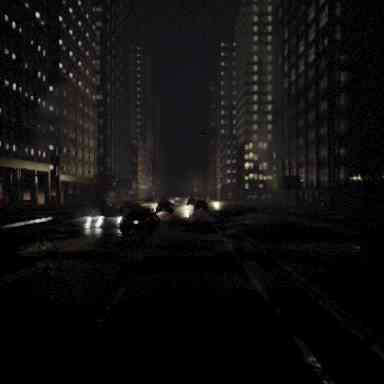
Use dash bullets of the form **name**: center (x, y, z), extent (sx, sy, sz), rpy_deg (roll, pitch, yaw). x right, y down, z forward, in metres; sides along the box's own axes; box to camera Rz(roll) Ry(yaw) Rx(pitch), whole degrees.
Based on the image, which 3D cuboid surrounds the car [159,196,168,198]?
- **car**: center (-6.526, 1.585, 77.035), extent (2.097, 1.767, 4.553), rpy_deg (0, 0, 0)

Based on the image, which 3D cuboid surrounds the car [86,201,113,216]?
- **car**: center (-9.844, 1.697, 35.752), extent (2.128, 1.511, 4.902), rpy_deg (0, 0, 0)

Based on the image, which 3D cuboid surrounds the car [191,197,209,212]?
- **car**: center (1.123, 1.752, 42.997), extent (1.837, 1.490, 4.892), rpy_deg (0, 0, 0)

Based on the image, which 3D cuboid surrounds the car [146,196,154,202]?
- **car**: center (-9.776, 1.708, 77.003), extent (1.882, 1.535, 5.008), rpy_deg (0, 0, 0)

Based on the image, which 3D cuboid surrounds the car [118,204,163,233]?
- **car**: center (-3.158, 1.683, 20.757), extent (1.994, 1.385, 4.181), rpy_deg (0, 0, 0)

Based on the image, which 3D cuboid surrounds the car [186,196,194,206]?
- **car**: center (-0.020, 1.842, 61.291), extent (2.128, 1.511, 4.902), rpy_deg (0, 0, 0)

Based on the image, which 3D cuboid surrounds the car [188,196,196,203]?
- **car**: center (-0.026, 1.766, 78.371), extent (1.837, 1.490, 4.892), rpy_deg (0, 0, 0)

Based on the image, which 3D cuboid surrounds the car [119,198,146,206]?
- **car**: center (-6.594, 1.697, 35.753), extent (2.128, 1.511, 4.902), rpy_deg (0, 0, 0)

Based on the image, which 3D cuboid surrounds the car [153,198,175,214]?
- **car**: center (-3.162, 1.752, 39.403), extent (1.812, 1.442, 4.674), rpy_deg (0, 0, 0)
